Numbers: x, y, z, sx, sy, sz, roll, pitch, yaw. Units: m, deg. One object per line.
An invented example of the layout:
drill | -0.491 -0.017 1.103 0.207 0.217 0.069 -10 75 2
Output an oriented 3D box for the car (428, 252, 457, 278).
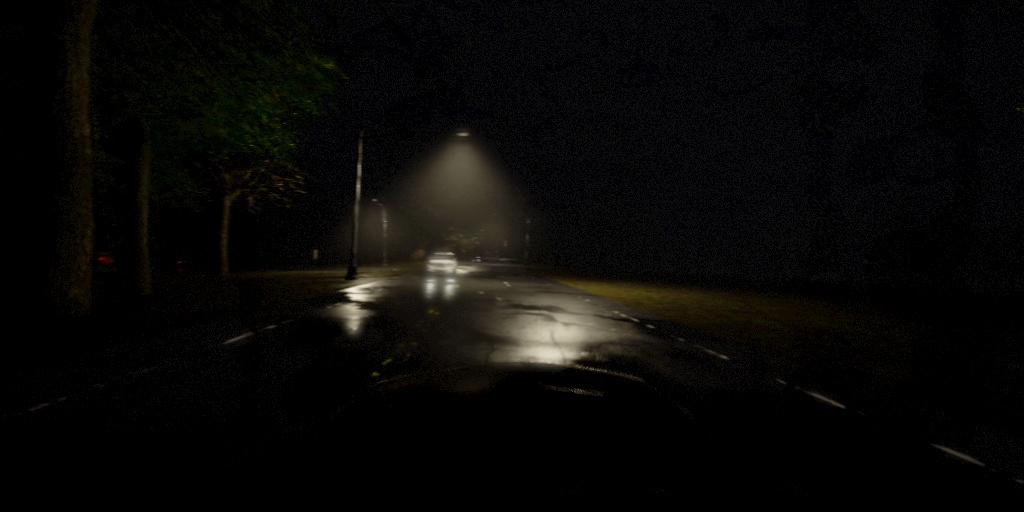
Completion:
car | -6.115 0.716 32.060 2.150 2.045 5.566 3 0 -5
